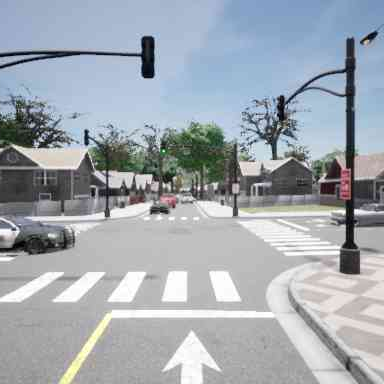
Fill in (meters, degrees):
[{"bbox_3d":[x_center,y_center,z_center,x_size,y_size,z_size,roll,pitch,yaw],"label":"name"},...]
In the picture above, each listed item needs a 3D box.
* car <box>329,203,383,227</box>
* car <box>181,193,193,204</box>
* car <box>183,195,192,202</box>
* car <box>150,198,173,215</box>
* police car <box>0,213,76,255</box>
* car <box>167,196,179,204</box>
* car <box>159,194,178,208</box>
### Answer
[{"bbox_3d":[10.834,1.349,19.912,4.718,1.301,1.895,-1,0,-1],"label":"car"},{"bbox_3d":[-0.946,1.281,65.860,2.150,2.045,5.566,0,0,-1],"label":"car"},{"bbox_3d":[-1.112,1.465,76.249,1.994,1.385,4.181,0,0,-1],"label":"car"},{"bbox_3d":[-3.294,1.616,34.627,1.895,1.301,4.718,0,0,-1],"label":"car"},{"bbox_3d":[-7.304,1.643,13.205,4.974,1.542,2.038,-1,0,0],"label":"police car"},{"bbox_3d":[-3.733,1.554,66.877,2.128,1.511,4.902,0,0,-1],"label":"car"},{"bbox_3d":[-3.501,1.254,48.000,2.150,2.045,5.566,0,0,-1],"label":"car"}]
